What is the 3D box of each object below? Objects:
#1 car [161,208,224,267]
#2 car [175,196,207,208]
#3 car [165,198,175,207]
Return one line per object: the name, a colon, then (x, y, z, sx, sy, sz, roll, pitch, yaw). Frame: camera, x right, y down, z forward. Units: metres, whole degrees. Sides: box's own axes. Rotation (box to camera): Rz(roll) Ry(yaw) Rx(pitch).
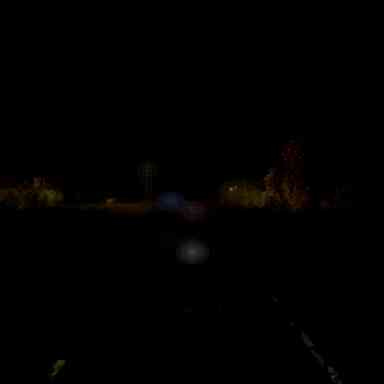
car: (0.037, 1.534, 11.695, 1.882, 1.535, 5.008, 0, 0, 0)
car: (0.034, 1.351, 26.419, 2.150, 2.045, 5.566, 0, 0, 1)
car: (-3.561, 1.767, 56.937, 1.882, 1.535, 5.008, 0, 0, 0)
